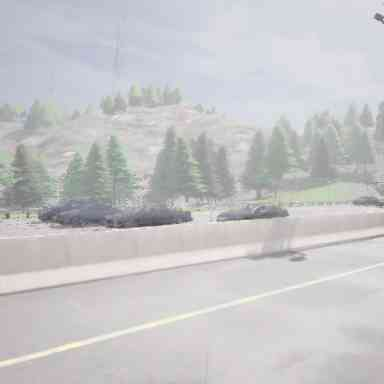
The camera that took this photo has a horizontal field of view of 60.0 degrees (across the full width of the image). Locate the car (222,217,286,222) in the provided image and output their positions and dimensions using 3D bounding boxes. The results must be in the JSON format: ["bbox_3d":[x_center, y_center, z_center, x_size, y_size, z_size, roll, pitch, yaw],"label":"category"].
[{"bbox_3d":[3.633,1.387,19.451,4.902,1.511,2.128,0,0,-35],"label":"car"}]

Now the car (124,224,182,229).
[{"bbox_3d":[-2.442,1.429,19.428,5.357,1.411,2.033,0,0,-35],"label":"car"}]
